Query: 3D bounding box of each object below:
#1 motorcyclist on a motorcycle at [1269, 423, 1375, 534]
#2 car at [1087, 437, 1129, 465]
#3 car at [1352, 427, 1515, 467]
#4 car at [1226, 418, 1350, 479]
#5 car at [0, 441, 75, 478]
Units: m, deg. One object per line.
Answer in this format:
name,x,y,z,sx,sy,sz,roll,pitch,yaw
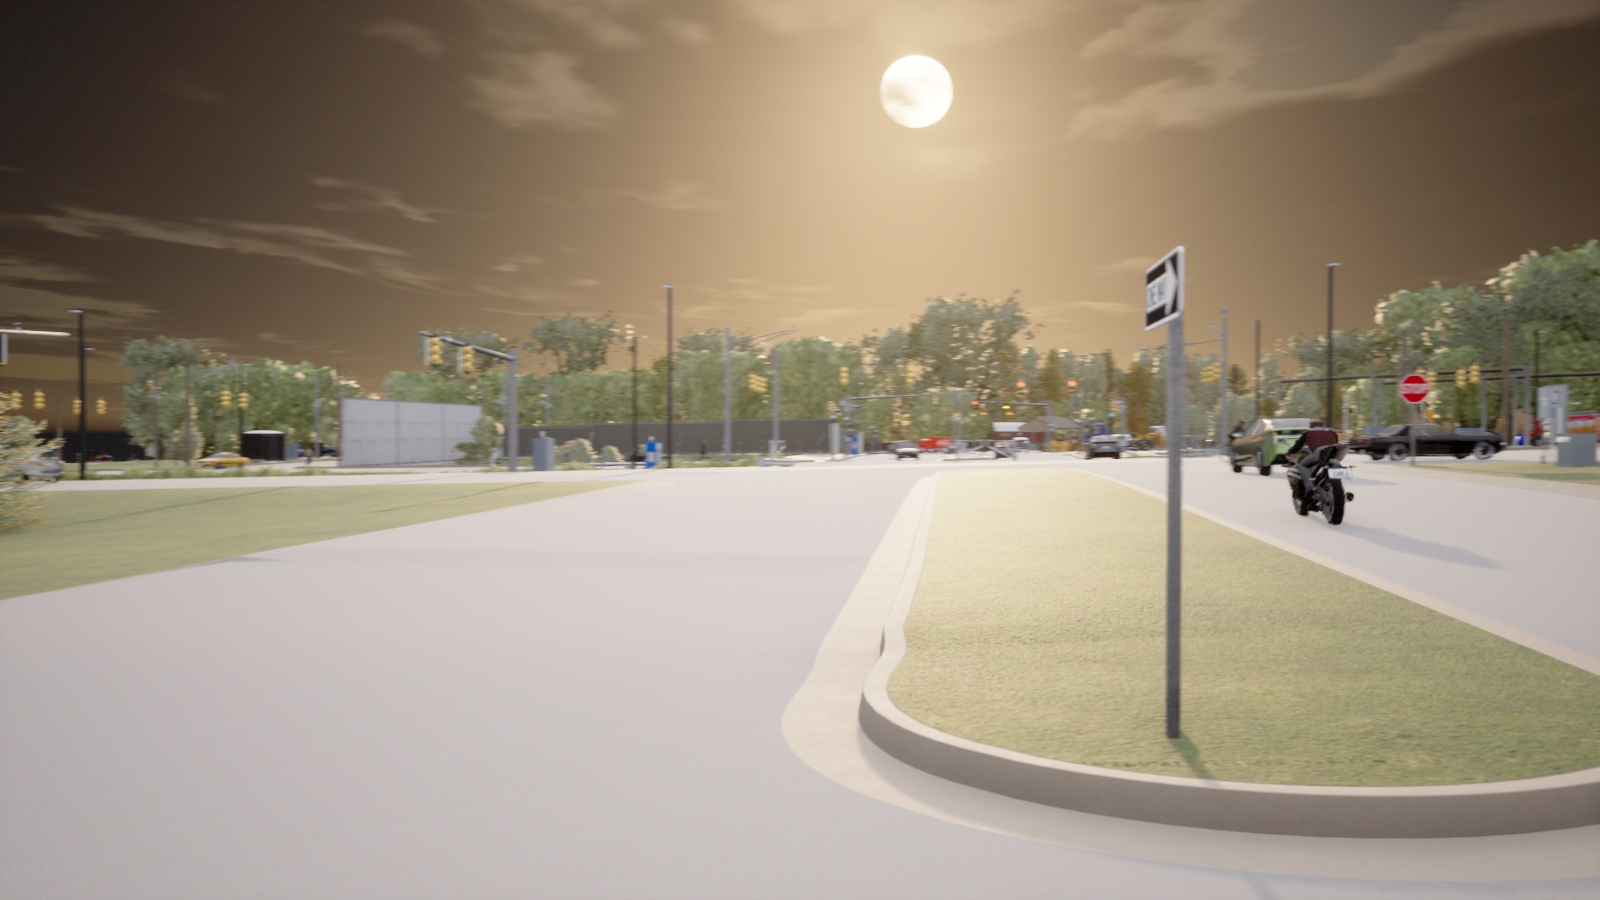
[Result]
motorcyclist on a motorcycle,7.688,0.376,18.611,0.866,1.530,2.191,0,2,6
car,17.622,0.018,72.064,2.007,1.525,4.514,-1,1,10
car,22.048,-0.100,43.847,4.718,1.301,1.895,-1,1,3
car,12.911,-0.057,33.536,2.007,1.525,4.514,0,1,7
car,-36.367,0.438,57.924,4.611,1.667,2.242,-1,1,7
